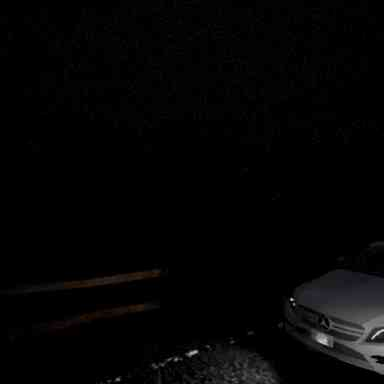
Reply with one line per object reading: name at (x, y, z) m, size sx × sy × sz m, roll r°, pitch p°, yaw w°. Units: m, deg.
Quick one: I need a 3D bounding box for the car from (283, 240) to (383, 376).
car at (3.536, 1.530, 5.360) m, size 4.674 × 1.442 × 1.812 m, roll 0°, pitch 0°, yaw -33°
